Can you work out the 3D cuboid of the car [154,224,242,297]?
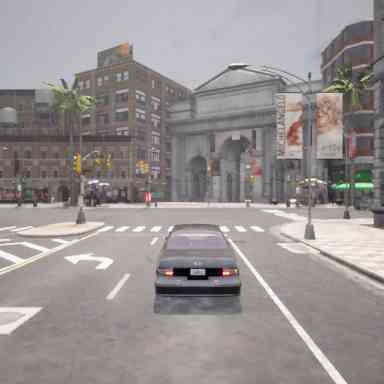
[{"bbox_3d":[0.111,1.547,8.741,2.033,1.411,5.357,0,0,0],"label":"car"}]

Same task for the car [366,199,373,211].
[{"bbox_3d":[22.705,1.526,37.468,4.674,1.442,1.812,0,0,1],"label":"car"}]

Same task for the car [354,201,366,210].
[{"bbox_3d":[22.279,1.564,40.966,4.181,1.385,1.994,0,0,0],"label":"car"}]
